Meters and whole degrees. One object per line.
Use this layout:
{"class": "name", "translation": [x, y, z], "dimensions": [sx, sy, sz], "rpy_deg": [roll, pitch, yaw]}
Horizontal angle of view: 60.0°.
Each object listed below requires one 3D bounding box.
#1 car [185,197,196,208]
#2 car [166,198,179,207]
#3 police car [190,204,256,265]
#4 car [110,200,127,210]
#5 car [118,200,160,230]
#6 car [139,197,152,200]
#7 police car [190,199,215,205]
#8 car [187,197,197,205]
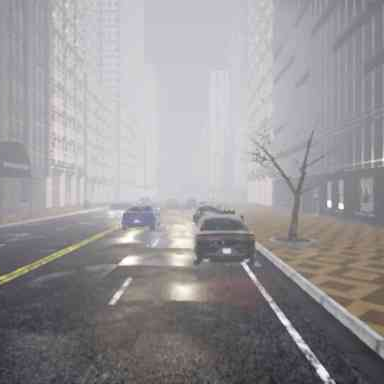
{"class": "car", "translation": [0.034, 1.662, 49.618], "dimensions": [1.812, 1.442, 4.674], "rpy_deg": [0, 0, 1]}
{"class": "car", "translation": [-3.143, 1.643, 54.183], "dimensions": [2.128, 1.511, 4.902], "rpy_deg": [0, 0, 0]}
{"class": "police car", "translation": [0.977, 1.449, 11.878], "dimensions": [1.930, 1.638, 5.238], "rpy_deg": [0, 0, 0]}
{"class": "car", "translation": [-9.826, 1.722, 45.567], "dimensions": [1.895, 1.301, 4.718], "rpy_deg": [0, 0, 0]}
{"class": "car", "translation": [-3.147, 1.526, 21.401], "dimensions": [1.882, 1.535, 5.008], "rpy_deg": [0, 0, 0]}
{"class": "car", "translation": [-6.569, 1.476, 46.681], "dimensions": [2.097, 1.767, 4.553], "rpy_deg": [0, 0, 0]}
{"class": "police car", "translation": [0.978, 1.475, 21.878], "dimensions": [1.930, 1.638, 5.238], "rpy_deg": [0, 0, 0]}
{"class": "car", "translation": [0.009, 1.669, 63.143], "dimensions": [1.882, 1.535, 5.008], "rpy_deg": [0, 0, 0]}
